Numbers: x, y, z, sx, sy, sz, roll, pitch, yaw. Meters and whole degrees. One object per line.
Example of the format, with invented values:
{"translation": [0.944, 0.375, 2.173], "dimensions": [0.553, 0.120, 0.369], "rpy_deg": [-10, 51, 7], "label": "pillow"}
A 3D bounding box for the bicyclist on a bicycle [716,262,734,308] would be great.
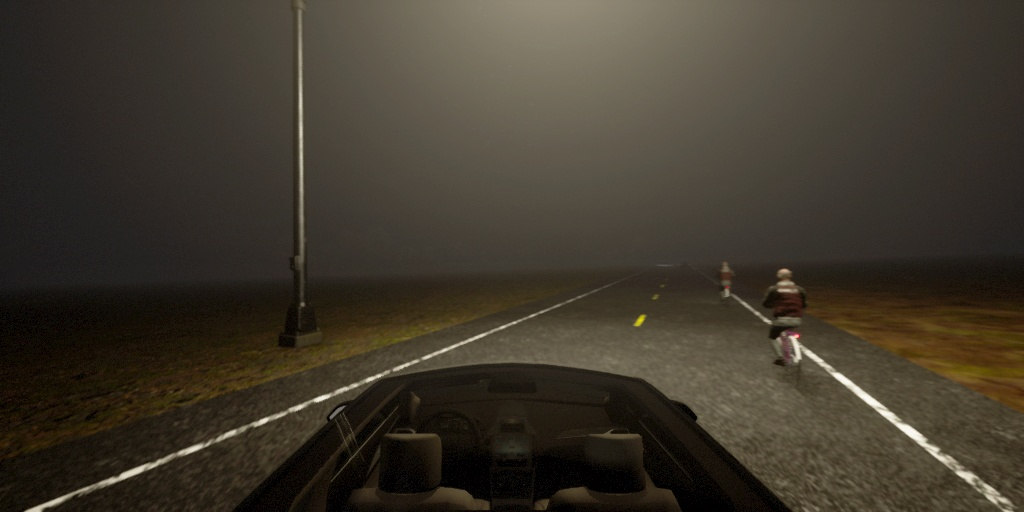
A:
{"translation": [8.343, 1.106, 14.065], "dimensions": [0.659, 1.776, 1.843], "rpy_deg": [-1, 0, 25], "label": "bicyclist on a bicycle"}

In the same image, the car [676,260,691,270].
{"translation": [26.819, 1.391, 55.874], "dimensions": [2.033, 1.411, 5.357], "rpy_deg": [-1, -1, 24], "label": "car"}

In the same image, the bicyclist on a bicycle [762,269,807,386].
{"translation": [4.495, 1.095, 5.964], "dimensions": [0.659, 1.776, 1.843], "rpy_deg": [-1, 0, 25], "label": "bicyclist on a bicycle"}
